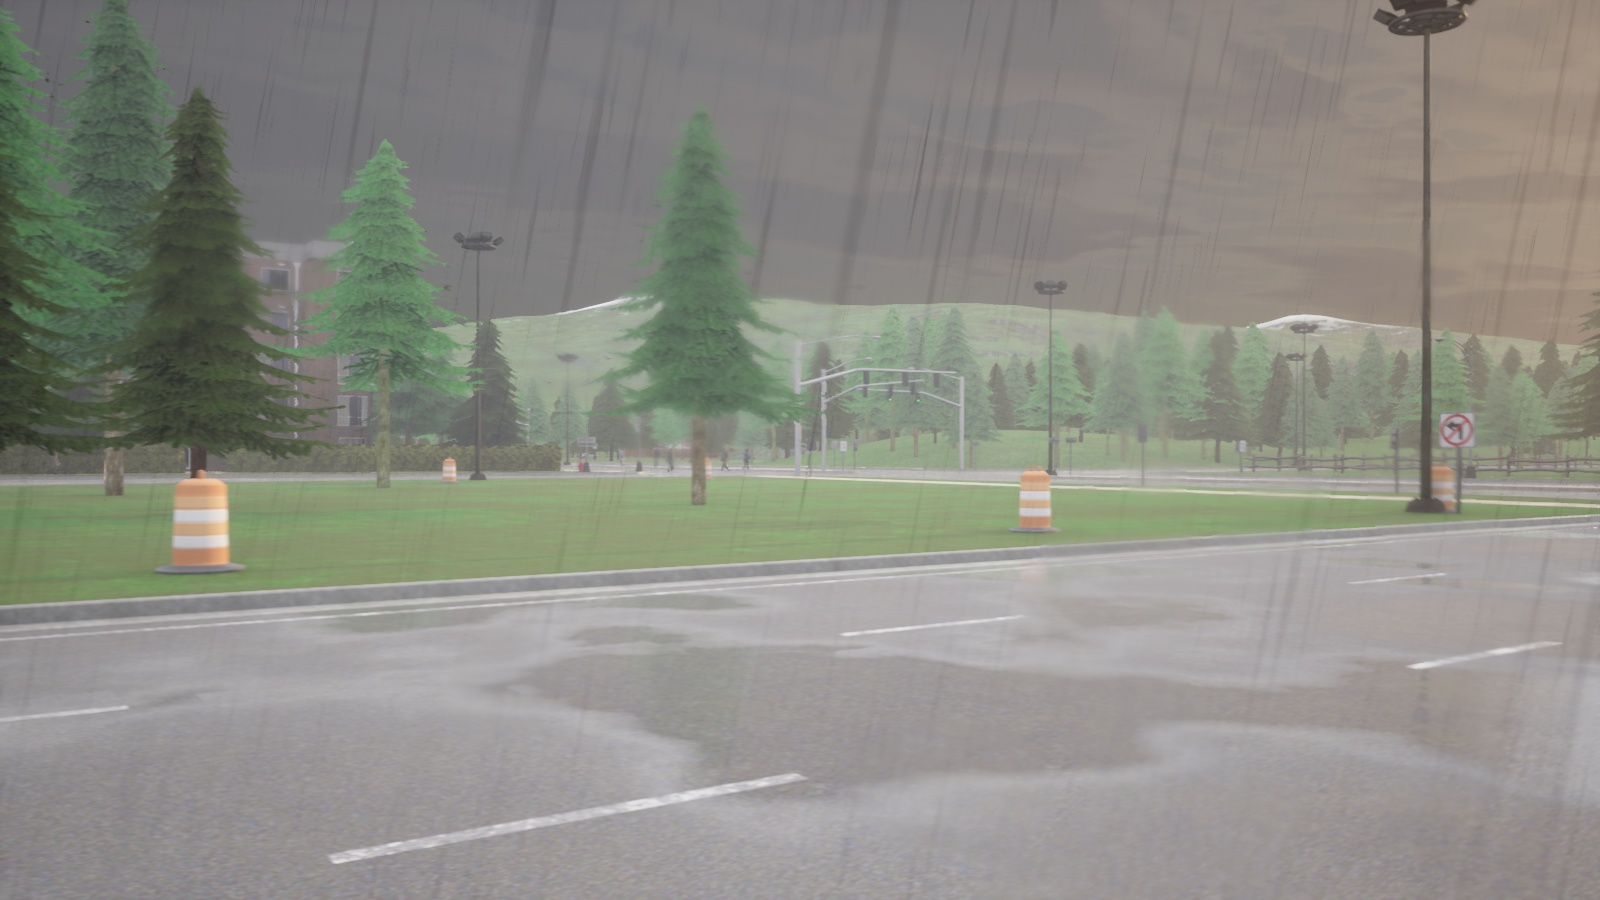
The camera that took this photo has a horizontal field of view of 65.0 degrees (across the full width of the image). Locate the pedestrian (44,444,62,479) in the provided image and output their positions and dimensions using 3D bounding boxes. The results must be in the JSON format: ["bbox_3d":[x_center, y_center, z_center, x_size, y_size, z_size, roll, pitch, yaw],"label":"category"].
[{"bbox_3d":[-42.465,0.639,71.394,0.873,1.952,0.659,0,0,-33],"label":"pedestrian"}]
